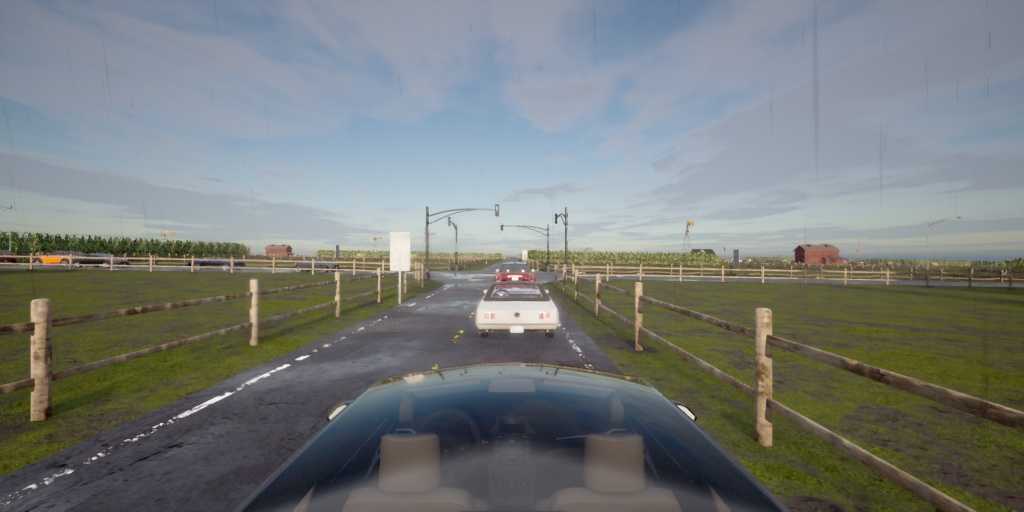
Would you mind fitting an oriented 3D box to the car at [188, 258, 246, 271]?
[{"bbox_3d":[-30.174,0.814,36.806,4.718,1.301,1.895,1,0,0],"label":"car"}]

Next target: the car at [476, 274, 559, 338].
[{"bbox_3d":[0.123,1.351,10.184,1.895,1.301,4.718,0,0,0],"label":"car"}]

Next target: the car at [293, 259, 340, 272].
[{"bbox_3d":[-19.968,0.962,36.778,4.181,1.385,1.994,1,0,0],"label":"car"}]

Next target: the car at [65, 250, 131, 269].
[{"bbox_3d":[-42.158,0.501,36.858,4.892,1.490,1.837,1,0,0],"label":"car"}]

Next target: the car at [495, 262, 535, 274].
[{"bbox_3d":[0.178,1.103,19.173,2.097,1.767,4.553,0,0,1],"label":"car"}]
